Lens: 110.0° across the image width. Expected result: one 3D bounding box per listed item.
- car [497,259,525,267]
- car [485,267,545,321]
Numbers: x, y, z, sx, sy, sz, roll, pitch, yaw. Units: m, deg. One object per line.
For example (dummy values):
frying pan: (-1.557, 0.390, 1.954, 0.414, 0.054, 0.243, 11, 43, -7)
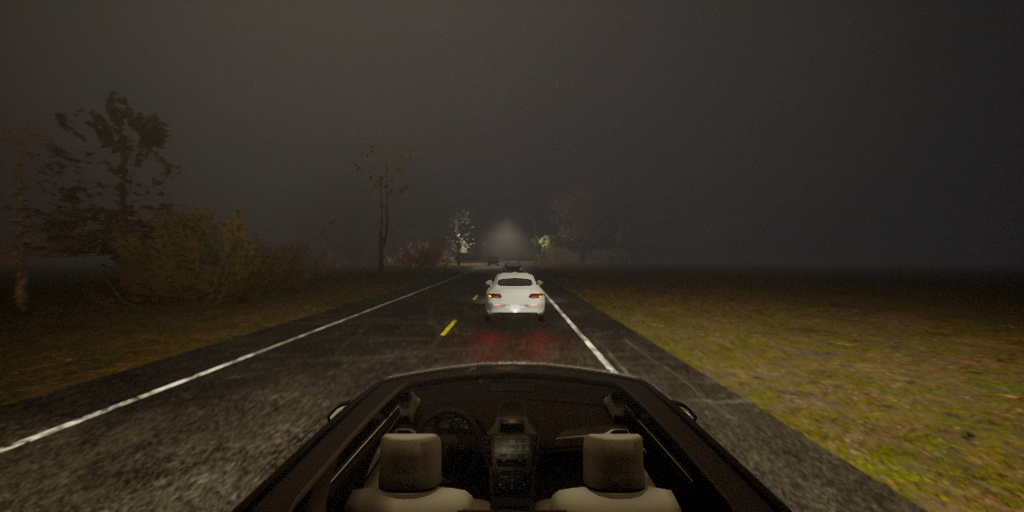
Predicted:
car: (0.083, 1.231, 30.337, 2.128, 1.511, 4.902, 0, 0, 0)
car: (0.092, 1.273, 12.312, 1.812, 1.442, 4.674, 0, 0, 0)
